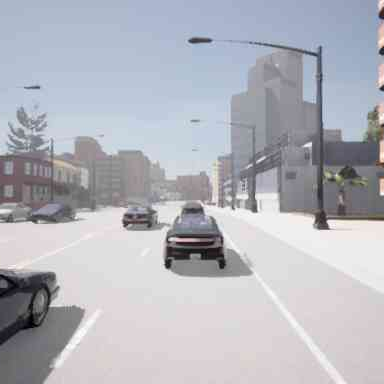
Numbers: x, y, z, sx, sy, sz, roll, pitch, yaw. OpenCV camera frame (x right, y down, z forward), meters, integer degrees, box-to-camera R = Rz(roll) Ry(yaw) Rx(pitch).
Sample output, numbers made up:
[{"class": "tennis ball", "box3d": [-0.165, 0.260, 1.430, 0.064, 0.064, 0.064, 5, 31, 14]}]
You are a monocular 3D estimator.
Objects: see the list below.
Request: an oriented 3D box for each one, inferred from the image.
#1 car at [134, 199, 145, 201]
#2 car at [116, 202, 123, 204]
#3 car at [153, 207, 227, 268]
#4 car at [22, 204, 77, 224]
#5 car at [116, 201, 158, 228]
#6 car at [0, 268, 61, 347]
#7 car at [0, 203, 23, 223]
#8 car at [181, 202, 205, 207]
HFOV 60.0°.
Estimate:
[{"class": "car", "box3d": [-10.549, 2.372, 66.607, 2.150, 2.045, 5.566, 0, -2, 0]}, {"class": "car", "box3d": [-14.049, 2.673, 66.624, 1.812, 1.442, 4.674, 0, -2, 0]}, {"class": "car", "box3d": [0.088, 1.500, 11.285, 2.128, 1.511, 4.902, 0, 0, 0]}, {"class": "car", "box3d": [-10.618, 1.606, 25.776, 2.033, 1.411, 5.357, 0, -1, 0]}, {"class": "car", "box3d": [-3.422, 1.576, 22.550, 2.033, 1.411, 5.357, 0, 0, 0]}, {"class": "car", "box3d": [-3.417, 1.551, 3.885, 2.033, 1.411, 5.357, 0, 0, 0]}, {"class": "car", "box3d": [-14.116, 1.586, 25.812, 1.812, 1.442, 4.674, 0, -1, 0]}, {"class": "car", "box3d": [0.078, 1.587, 27.899, 1.837, 1.490, 4.892, 0, -1, 0]}]
